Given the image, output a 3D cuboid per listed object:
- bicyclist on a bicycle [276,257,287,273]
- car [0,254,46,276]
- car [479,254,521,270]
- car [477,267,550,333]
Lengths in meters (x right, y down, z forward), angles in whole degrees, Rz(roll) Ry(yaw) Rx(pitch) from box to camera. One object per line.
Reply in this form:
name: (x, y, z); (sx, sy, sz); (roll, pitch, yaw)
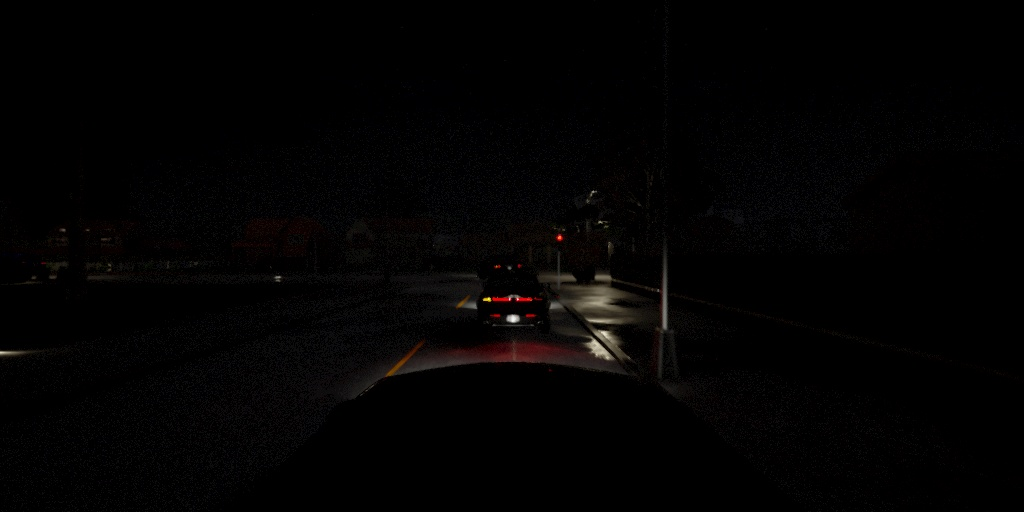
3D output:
bicyclist on a bicycle: (-24.181, 0.962, 37.630); (0.582, 1.620, 1.656); (0, 1, 0)
car: (-47.028, 0.853, 33.325); (5.566, 2.045, 2.150); (0, 0, 0)
car: (-0.975, 0.877, 27.095); (2.150, 2.045, 5.566); (1, 0, -17)
car: (0.049, 1.217, 10.610); (1.837, 1.490, 4.892); (0, -1, 1)
